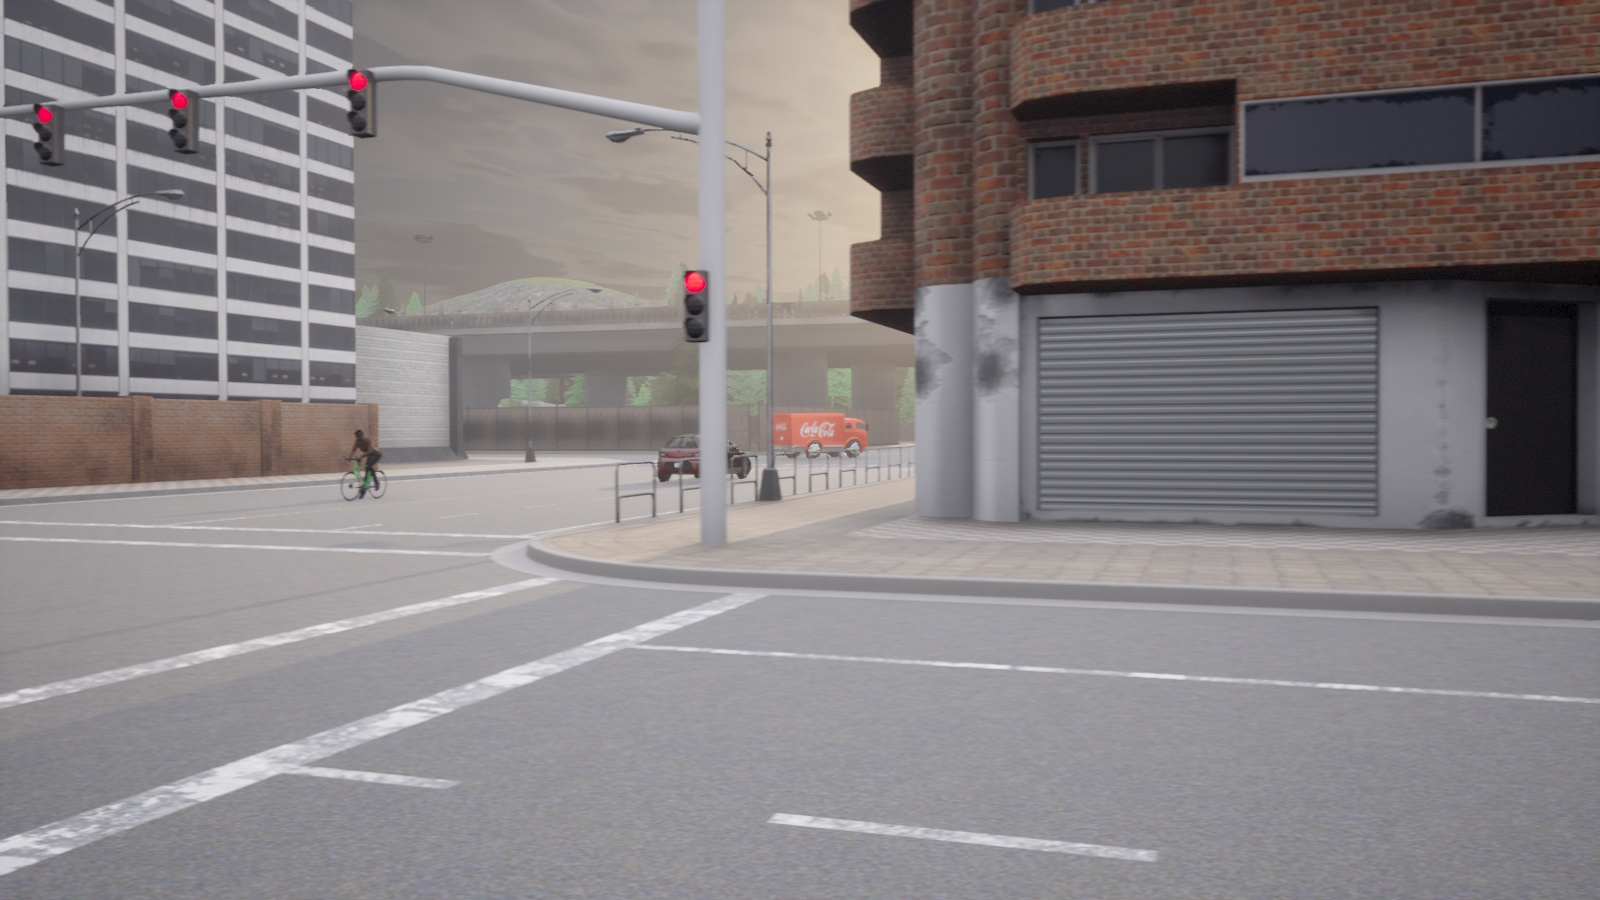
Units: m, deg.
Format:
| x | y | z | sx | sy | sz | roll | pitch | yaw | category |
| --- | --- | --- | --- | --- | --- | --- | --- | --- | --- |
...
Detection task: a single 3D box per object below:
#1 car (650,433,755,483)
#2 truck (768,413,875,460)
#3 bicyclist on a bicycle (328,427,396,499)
| x | y | z | sx | sy | sz | roll | pitch | yaw | category |
| --- | --- | --- | --- | --- | --- | --- | --- | --- | --- |
| -2.979 | 0.199 | 39.344 | 1.816 | 1.474 | 4.193 | 1 | 1 | 18 | car |
| 1.195 | -0.772 | 68.511 | 5.204 | 2.467 | 2.627 | 0 | 1 | -31 | truck |
| -10.094 | 0.277 | 28.975 | 0.582 | 1.620 | 1.656 | 1 | 1 | 18 | bicyclist on a bicycle |
